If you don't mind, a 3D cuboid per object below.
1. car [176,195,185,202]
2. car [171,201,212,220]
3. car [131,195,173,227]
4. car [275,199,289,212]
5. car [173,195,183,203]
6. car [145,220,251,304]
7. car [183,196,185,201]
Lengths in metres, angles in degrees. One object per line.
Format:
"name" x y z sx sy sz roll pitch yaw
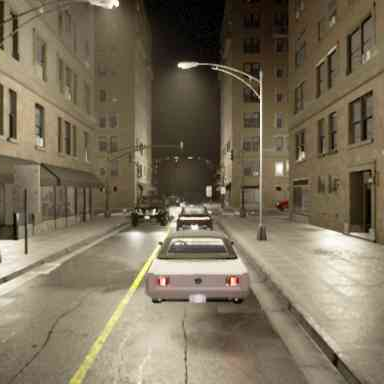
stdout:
"car" -2.728 1.515 80.013 1.837 1.490 4.892 0 0 0
"car" 0.111 1.485 18.307 2.128 1.511 4.902 0 0 -1
"car" -2.744 1.216 23.120 2.150 2.045 5.566 0 0 0
"car" 12.277 1.324 38.548 5.009 1.841 2.192 0 0 0
"car" -2.829 1.362 49.299 2.097 1.767 4.553 0 0 0
"car" 0.106 1.596 8.087 1.895 1.301 4.718 0 0 0
"car" -2.739 1.519 68.594 2.128 1.511 4.902 0 0 0
